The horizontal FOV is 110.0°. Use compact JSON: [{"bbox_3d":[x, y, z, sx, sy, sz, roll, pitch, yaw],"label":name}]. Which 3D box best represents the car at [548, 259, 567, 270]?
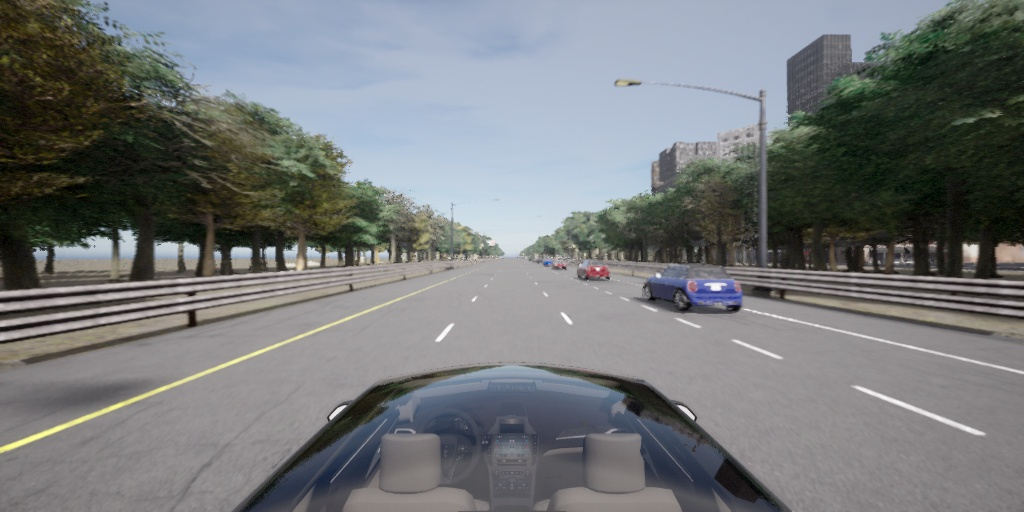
[{"bbox_3d":[7.052,1.395,54.379,1.895,1.301,4.718,0,0,0],"label":"car"}]

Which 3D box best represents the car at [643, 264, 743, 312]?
[{"bbox_3d":[7.004,1.106,14.442,2.097,1.767,4.553,0,0,0],"label":"car"}]

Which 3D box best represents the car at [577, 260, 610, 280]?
[{"bbox_3d":[7.008,1.115,31.357,2.097,1.767,4.553,0,0,0],"label":"car"}]
